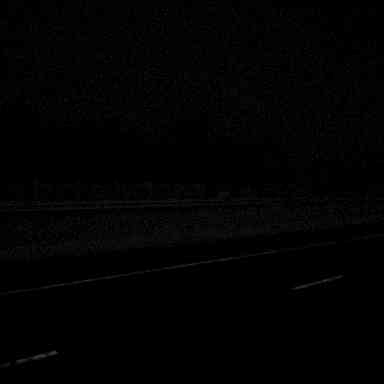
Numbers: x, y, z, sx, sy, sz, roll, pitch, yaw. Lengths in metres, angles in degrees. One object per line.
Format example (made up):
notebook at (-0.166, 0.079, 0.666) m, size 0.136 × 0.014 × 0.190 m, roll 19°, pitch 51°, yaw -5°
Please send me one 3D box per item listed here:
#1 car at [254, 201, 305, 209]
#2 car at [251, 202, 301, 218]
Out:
car at (7.039, 1.480, 26.184) m, size 5.008 × 1.535 × 1.882 m, roll 0°, pitch 0°, yaw -35°
car at (7.909, 1.605, 31.084) m, size 4.718 × 1.301 × 1.895 m, roll 0°, pitch 0°, yaw -35°
